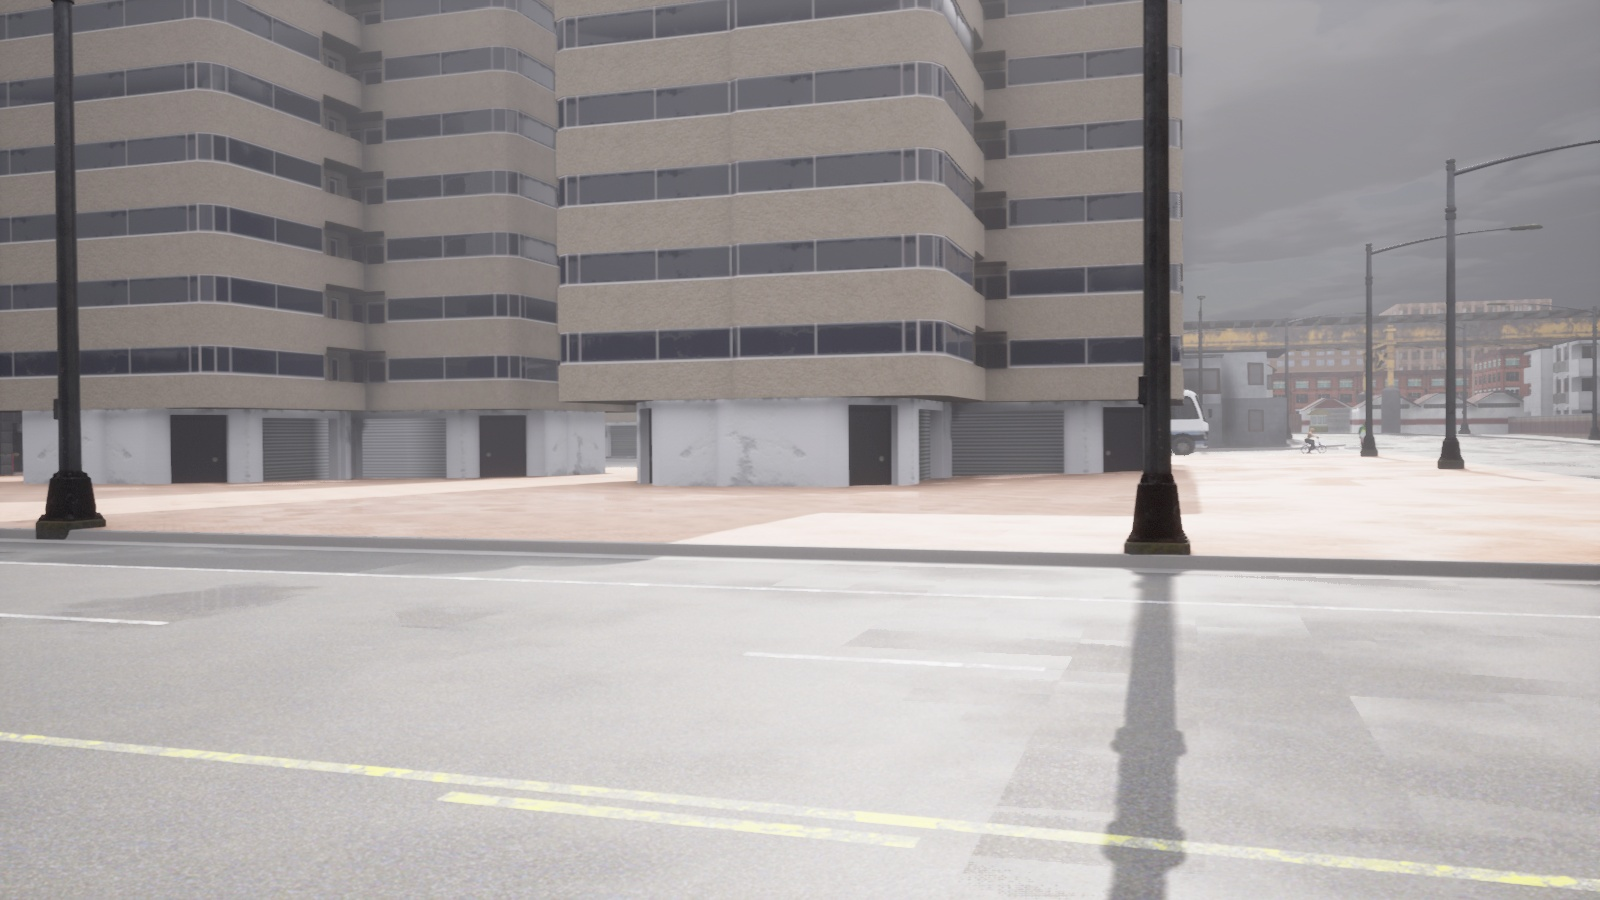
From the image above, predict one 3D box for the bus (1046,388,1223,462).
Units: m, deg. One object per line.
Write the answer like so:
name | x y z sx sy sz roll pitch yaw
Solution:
bus | 20.617 -1.499 77.513 10.273 4.253 3.944 -1 1 17
